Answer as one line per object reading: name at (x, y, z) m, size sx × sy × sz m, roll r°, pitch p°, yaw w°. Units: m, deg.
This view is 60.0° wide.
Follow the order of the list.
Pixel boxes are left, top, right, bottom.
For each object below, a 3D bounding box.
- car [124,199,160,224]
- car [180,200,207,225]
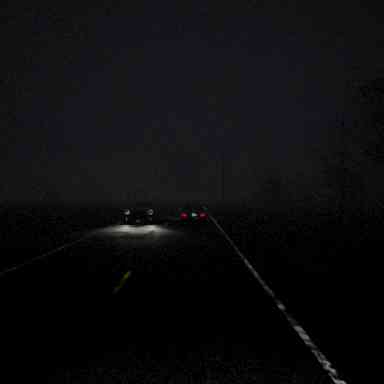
car at (-3.595, 1.357, 24.431) m, size 2.097 × 1.767 × 4.553 m, roll 0°, pitch 0°, yaw 0°
car at (0.099, 1.552, 24.167) m, size 2.033 × 1.411 × 5.357 m, roll 0°, pitch 0°, yaw 0°
